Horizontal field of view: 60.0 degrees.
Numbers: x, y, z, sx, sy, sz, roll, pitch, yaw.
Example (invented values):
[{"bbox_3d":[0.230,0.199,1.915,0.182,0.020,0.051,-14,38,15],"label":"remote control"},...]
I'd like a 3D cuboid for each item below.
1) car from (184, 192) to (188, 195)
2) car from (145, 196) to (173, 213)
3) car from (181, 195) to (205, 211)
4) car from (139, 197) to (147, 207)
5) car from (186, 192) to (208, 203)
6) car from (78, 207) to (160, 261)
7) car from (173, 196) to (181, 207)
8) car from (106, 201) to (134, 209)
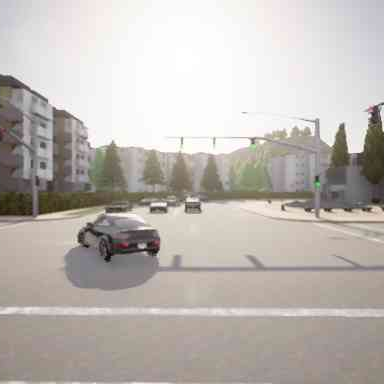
[{"bbox_3d":[-0.338,1.082,66.851,2.150,2.045,5.566,0,0,28],"label":"car"},{"bbox_3d":[-3.533,1.472,36.346,2.033,1.411,5.357,0,0,-1],"label":"car"},{"bbox_3d":[0.078,1.409,39.224,2.128,1.511,4.902,0,0,-1],"label":"car"},{"bbox_3d":[-6.390,1.461,49.089,1.994,1.385,4.181,0,0,9],"label":"car"},{"bbox_3d":[1.308,1.347,62.431,1.882,1.535,5.008,0,0,26],"label":"car"},{"bbox_3d":[-2.760,1.500,12.249,1.812,1.442,4.674,0,0,-32],"label":"car"},{"bbox_3d":[-2.984,1.399,48.423,1.837,1.490,4.892,0,2,9],"label":"car"},{"bbox_3d":[-6.976,1.534,32.256,1.895,1.301,4.718,0,0,0],"label":"car"}]
